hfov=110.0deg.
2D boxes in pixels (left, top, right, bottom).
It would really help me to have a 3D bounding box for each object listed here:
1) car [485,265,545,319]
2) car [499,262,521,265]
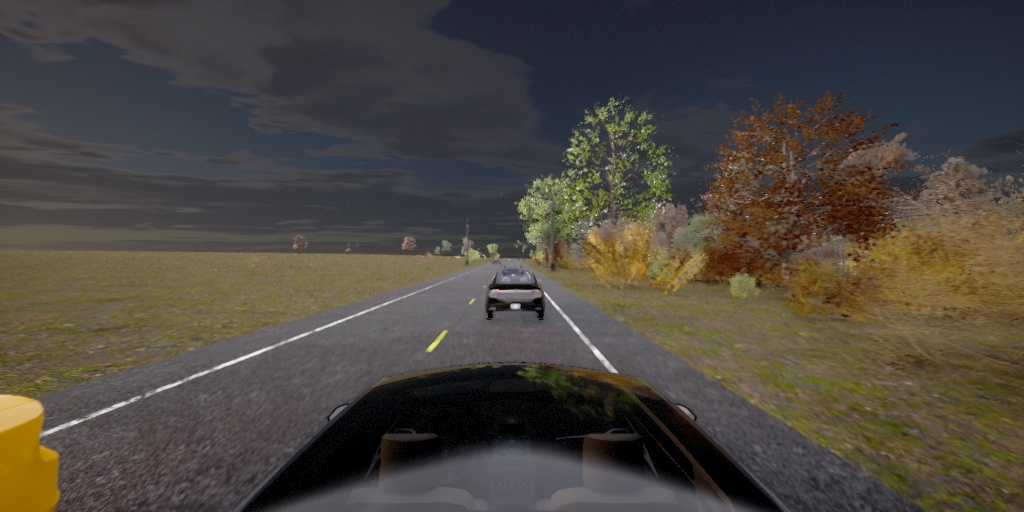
[{"bbox_3d":[0.100,1.237,12.724,2.128,1.511,4.902,0,0,0],"label":"car"},{"bbox_3d":[0.100,1.340,32.587,1.895,1.301,4.718,0,0,0],"label":"car"}]
